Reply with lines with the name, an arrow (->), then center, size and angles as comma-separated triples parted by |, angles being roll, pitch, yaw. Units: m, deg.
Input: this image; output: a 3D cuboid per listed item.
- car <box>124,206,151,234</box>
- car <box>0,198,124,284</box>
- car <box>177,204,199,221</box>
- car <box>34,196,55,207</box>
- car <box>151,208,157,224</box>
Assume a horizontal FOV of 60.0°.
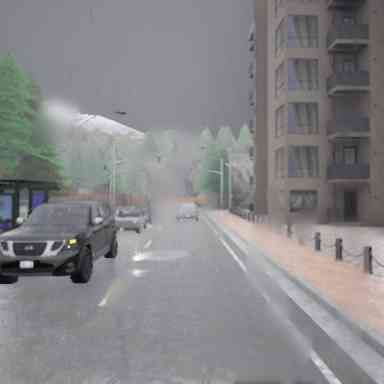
car -> -3.909, 1.763, 20.509 | 1.895, 1.301, 4.718 | 0, 0, -1
car -> -3.775, 1.304, 10.241 | 2.150, 2.045, 5.566 | 0, -1, -1
car -> -0.372, 1.755, 29.299 | 1.812, 1.442, 4.674 | 0, 0, -1
car -> -25.995, 1.626, 58.745 | 1.932, 1.855, 4.605 | 0, 0, -2
car -> -3.926, 1.794, 26.516 | 1.994, 1.385, 4.181 | 0, 0, -1
